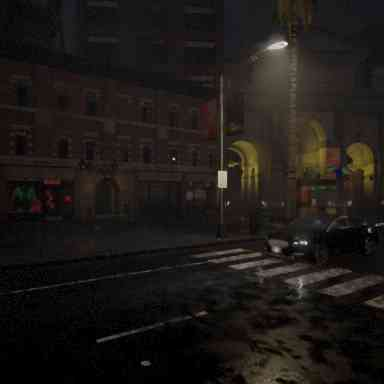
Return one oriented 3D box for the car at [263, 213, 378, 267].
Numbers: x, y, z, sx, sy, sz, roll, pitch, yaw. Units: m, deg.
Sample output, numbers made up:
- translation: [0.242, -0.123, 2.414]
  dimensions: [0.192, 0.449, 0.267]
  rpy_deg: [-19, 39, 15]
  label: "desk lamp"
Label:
- translation: [4.557, 1.491, 11.538]
  dimensions: [4.902, 1.511, 2.128]
  rpy_deg: [0, 0, -35]
  label: "car"
